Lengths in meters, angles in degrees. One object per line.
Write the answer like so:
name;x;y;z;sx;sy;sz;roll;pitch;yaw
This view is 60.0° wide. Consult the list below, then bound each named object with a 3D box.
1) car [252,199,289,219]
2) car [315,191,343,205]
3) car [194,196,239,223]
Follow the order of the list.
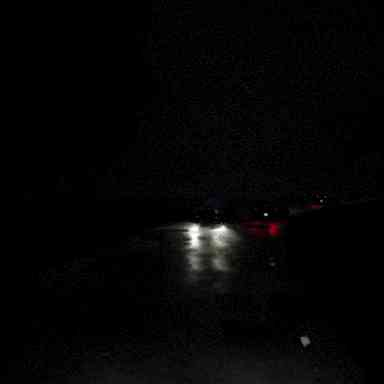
car;5.724;1.133;23.711;1.895;1.301;4.718;0;1;24
car;16.124;0.701;39.057;1.837;1.490;4.892;0;1;42
car;1.720;1.061;21.779;1.882;1.535;5.008;0;1;21
